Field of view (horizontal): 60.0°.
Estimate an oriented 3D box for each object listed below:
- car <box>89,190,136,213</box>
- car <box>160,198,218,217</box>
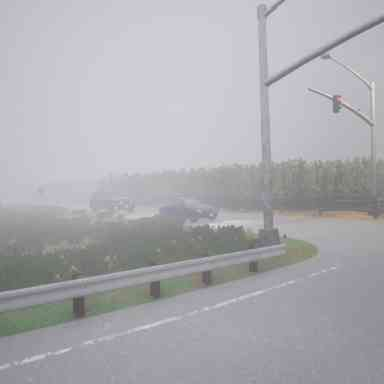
[{"bbox_3d":[-7.294,0.850,29.983,2.150,2.045,5.566,-3,2,-41],"label":"car"},{"bbox_3d":[-0.362,1.113,21.920,1.812,1.442,4.674,-3,2,-41],"label":"car"}]
